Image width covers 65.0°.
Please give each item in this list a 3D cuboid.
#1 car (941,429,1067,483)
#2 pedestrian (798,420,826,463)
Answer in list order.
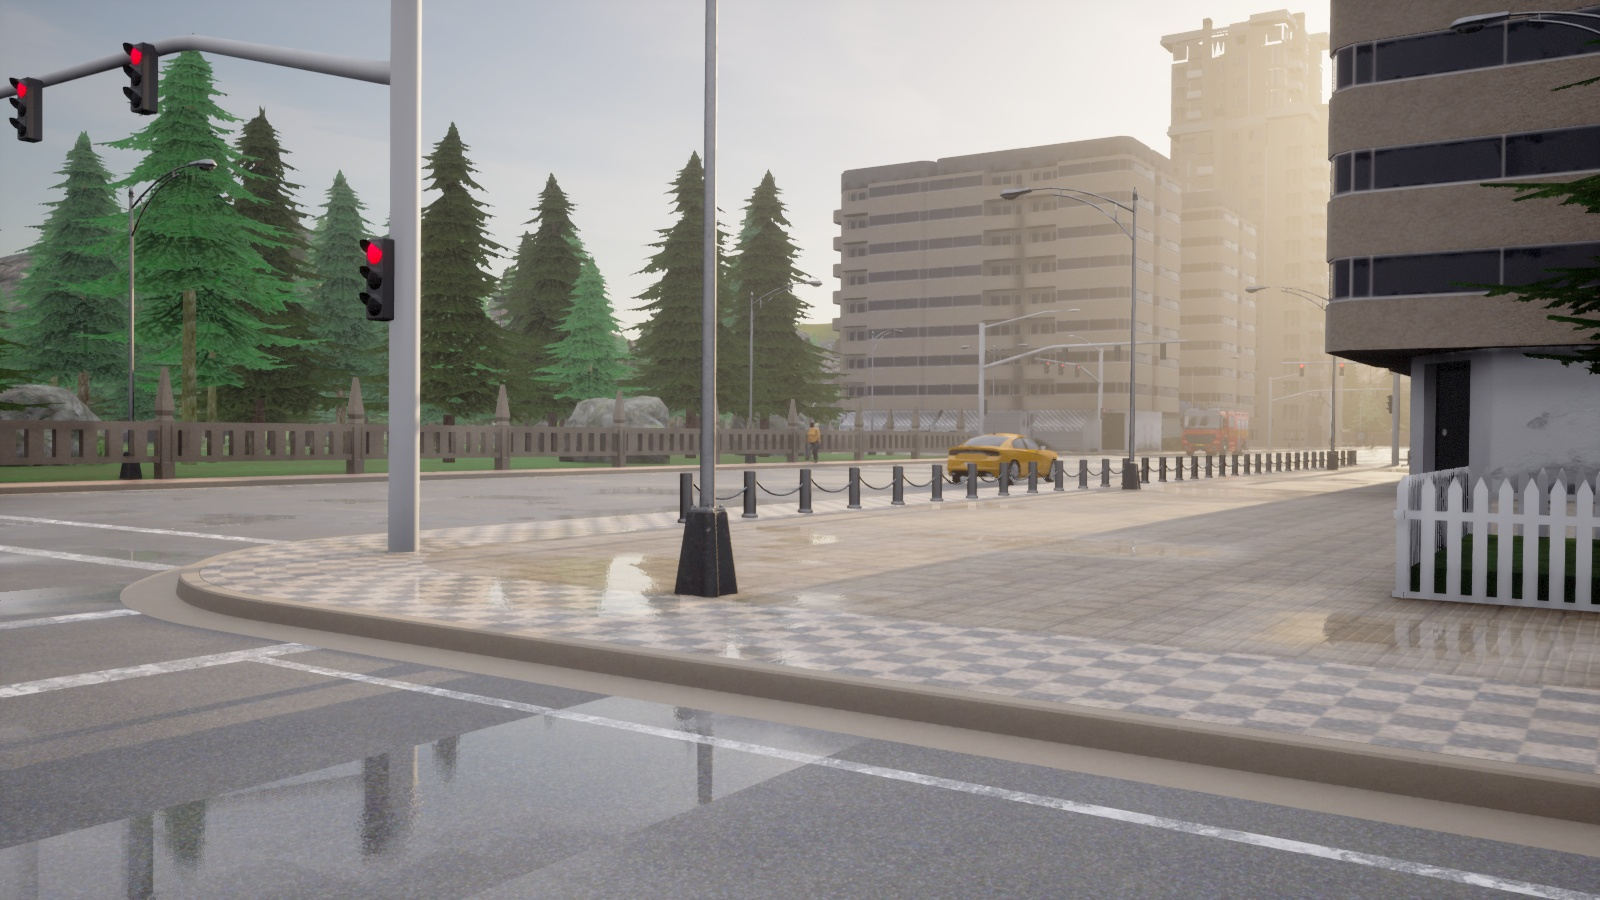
[{"bbox_3d":[6.290,0.129,38.300,1.882,1.535,5.008,0,1,34],"label":"car"},{"bbox_3d":[0.524,-0.363,54.804,0.874,1.855,0.900,0,1,33],"label":"pedestrian"}]
